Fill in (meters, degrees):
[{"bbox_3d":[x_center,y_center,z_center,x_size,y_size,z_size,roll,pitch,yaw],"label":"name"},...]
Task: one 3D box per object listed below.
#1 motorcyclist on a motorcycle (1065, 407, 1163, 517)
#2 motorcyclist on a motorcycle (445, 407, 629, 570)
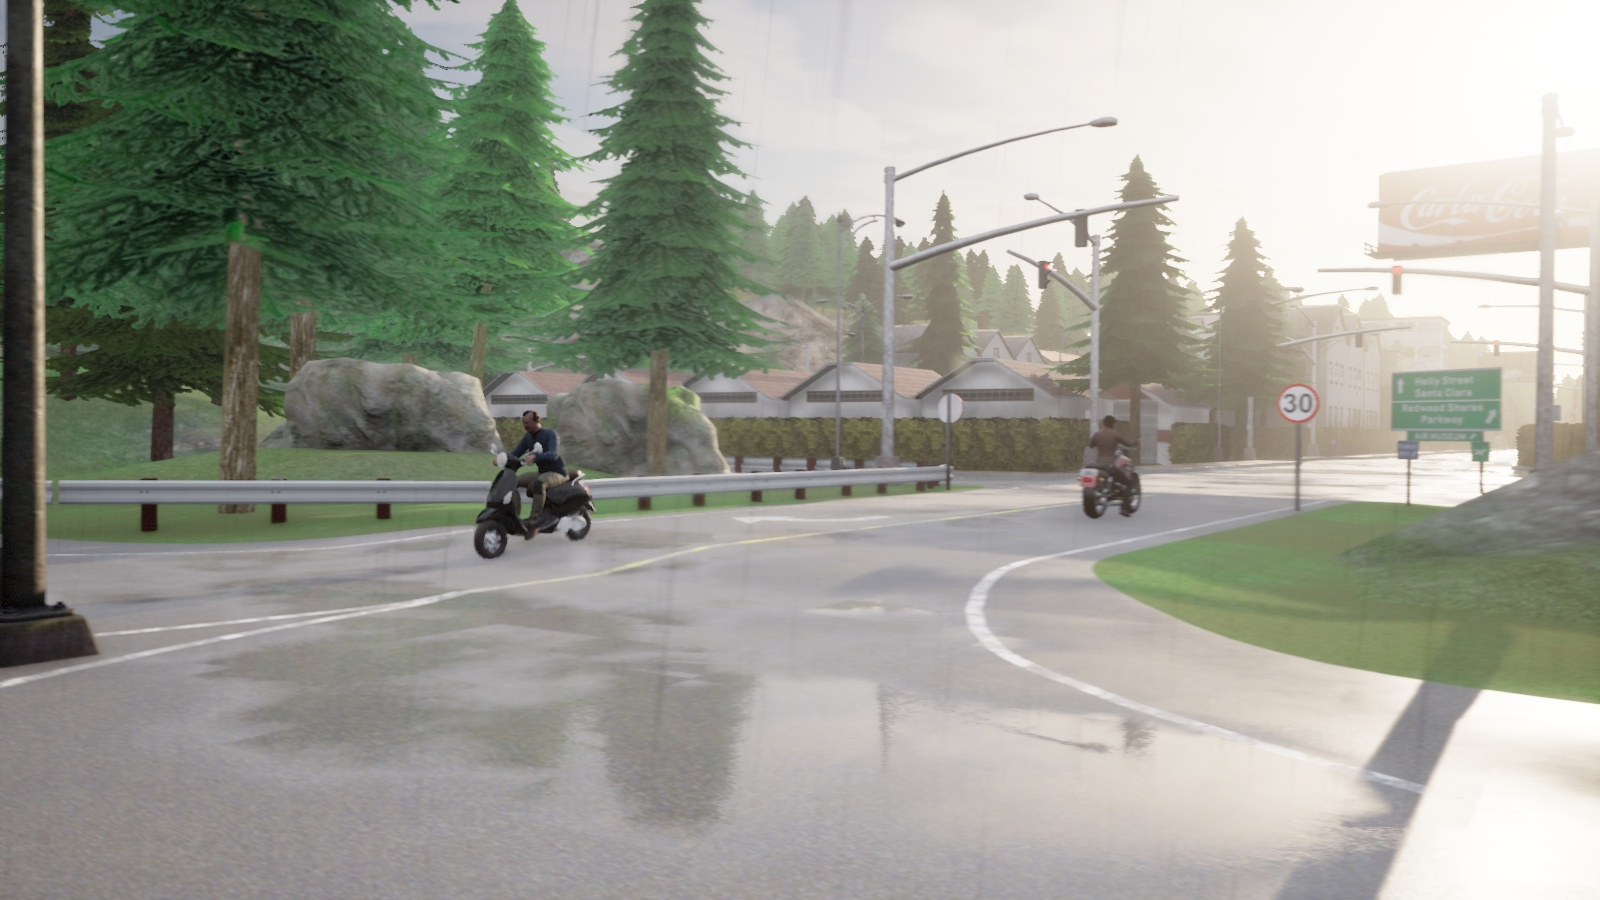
[{"bbox_3d":[5.026,0.168,19.970,0.766,1.649,2.350,0,1,33],"label":"motorcyclist on a motorcycle"},{"bbox_3d":[-2.954,0.393,14.278,0.866,1.590,1.817,-1,6,35],"label":"motorcyclist on a motorcycle"}]
